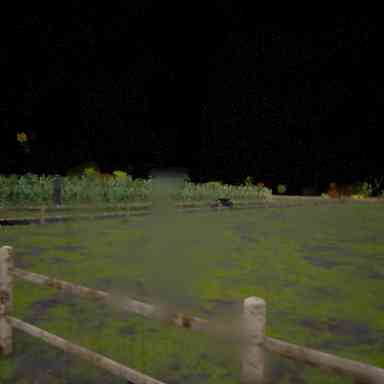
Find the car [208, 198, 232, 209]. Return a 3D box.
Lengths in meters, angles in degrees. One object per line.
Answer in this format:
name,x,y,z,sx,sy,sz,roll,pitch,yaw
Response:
car,4.396,1.752,50.753,1.837,1.490,4.892,0,-1,36
